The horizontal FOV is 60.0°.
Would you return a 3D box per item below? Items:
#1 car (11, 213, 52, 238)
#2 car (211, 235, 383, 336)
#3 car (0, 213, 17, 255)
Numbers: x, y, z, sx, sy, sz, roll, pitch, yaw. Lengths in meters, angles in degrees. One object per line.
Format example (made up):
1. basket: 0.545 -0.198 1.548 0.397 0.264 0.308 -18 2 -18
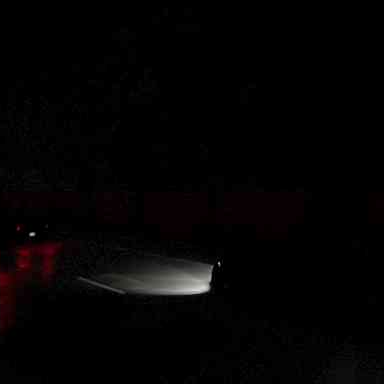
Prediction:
1. car: -9.175 1.724 17.242 4.718 1.301 1.895 0 0 43
2. car: 2.458 1.594 6.790 4.181 1.385 1.994 0 0 38
3. car: -8.260 1.582 11.627 4.902 1.511 2.128 0 0 43
